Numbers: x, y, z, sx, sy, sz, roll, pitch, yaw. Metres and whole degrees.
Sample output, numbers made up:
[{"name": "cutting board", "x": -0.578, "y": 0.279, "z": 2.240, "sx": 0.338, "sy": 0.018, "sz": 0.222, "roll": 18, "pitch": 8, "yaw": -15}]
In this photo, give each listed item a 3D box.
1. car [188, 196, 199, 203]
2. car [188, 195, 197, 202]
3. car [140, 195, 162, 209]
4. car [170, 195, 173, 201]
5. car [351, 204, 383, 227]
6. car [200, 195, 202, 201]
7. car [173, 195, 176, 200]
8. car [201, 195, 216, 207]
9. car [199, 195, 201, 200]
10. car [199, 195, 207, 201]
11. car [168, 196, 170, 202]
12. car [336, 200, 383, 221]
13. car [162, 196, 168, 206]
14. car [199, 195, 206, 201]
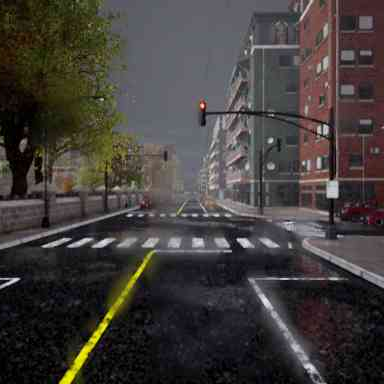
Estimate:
[{"name": "car", "x": 0.093, "y": 1.539, "z": 69.370, "sx": 2.033, "sy": 1.411, "sz": 5.357, "roll": 0, "pitch": 0, "yaw": 0}, {"name": "car", "x": 0.105, "y": 1.549, "z": 79.781, "sx": 1.994, "sy": 1.385, "sz": 4.181, "roll": 0, "pitch": 0, "yaw": 0}, {"name": "car", "x": -5.636, "y": 1.301, "z": 44.066, "sx": 2.192, "sy": 1.841, "sz": 5.009, "roll": 0, "pitch": 0, "yaw": 0}, {"name": "car", "x": -5.600, "y": 1.575, "z": 71.742, "sx": 1.802, "sy": 1.307, "sz": 4.206, "roll": 0, "pitch": 0, "yaw": 0}, {"name": "car", "x": 14.696, "y": 1.838, "z": 24.863, "sx": 4.181, "sy": 1.385, "sz": 1.994, "roll": 1, "pitch": 0, "yaw": 0}, {"name": "car", "x": 2.759, "y": 1.532, "z": 55.126, "sx": 1.887, "sy": 1.381, "sz": 4.507, "roll": 0, "pitch": 0, "yaw": 0}, {"name": "car", "x": -5.586, "y": 1.580, "z": 82.813, "sx": 1.802, "sy": 1.307, "sz": 4.206, "roll": 0, "pitch": 0, "yaw": 0}, {"name": "car", "x": 2.752, "y": 1.512, "z": 49.762, "sx": 1.752, "sy": 1.417, "sz": 4.829, "roll": 0, "pitch": 0, "yaw": 0}, {"name": "car", "x": 2.766, "y": 1.540, "z": 60.662, "sx": 2.008, "sy": 1.369, "sz": 4.403, "roll": 0, "pitch": 0, "yaw": 0}, {"name": "car", "x": 2.794, "y": 1.542, "z": 82.803, "sx": 1.887, "sy": 1.381, "sz": 4.507, "roll": 0, "pitch": 0, "yaw": 0}, {"name": "car", "x": -5.615, "y": 1.534, "z": 60.672, "sx": 1.887, "sy": 1.381, "sz": 4.507, "roll": 0, "pitch": 0, "yaw": 0}, {"name": "car", "x": 14.651, "y": 1.576, "z": 27.468, "sx": 5.009, "sy": 1.841, "sz": 2.192, "roll": 1, "pitch": -1, "yaw": 0}, {"name": "car", "x": -5.622, "y": 1.428, "z": 55.137, "sx": 1.967, "sy": 1.590, "sz": 4.097, "roll": 0, "pitch": 0, "yaw": 0}, {"name": "car", "x": 2.801, "y": 1.546, "z": 88.338, "sx": 1.887, "sy": 1.381, "sz": 4.507, "roll": 0, "pitch": 0, "yaw": 0}]
